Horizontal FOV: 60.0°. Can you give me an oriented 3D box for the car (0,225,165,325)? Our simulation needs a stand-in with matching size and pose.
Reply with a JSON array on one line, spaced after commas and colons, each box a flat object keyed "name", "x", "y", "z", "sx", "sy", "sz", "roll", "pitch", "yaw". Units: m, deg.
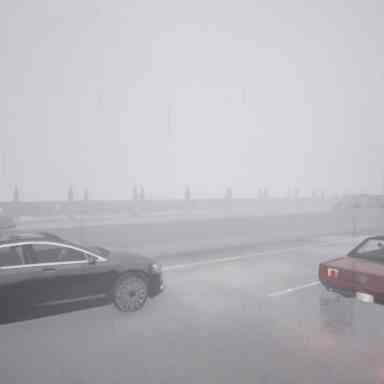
[{"name": "car", "x": -2.832, "y": 1.492, "z": 6.025, "sx": 4.902, "sy": 1.511, "sz": 2.128, "roll": 0, "pitch": 0, "yaw": -35}]

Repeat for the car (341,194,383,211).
[{"name": "car", "x": 15.167, "y": 1.225, "z": 27.692, "sx": 5.566, "sy": 2.045, "sz": 2.150, "roll": 0, "pitch": 0, "yaw": -35}]

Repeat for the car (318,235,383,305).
[{"name": "car", "x": 4.918, "y": 1.602, "z": 7.251, "sx": 4.718, "sy": 1.301, "sz": 1.895, "roll": 0, "pitch": 0, "yaw": -35}]

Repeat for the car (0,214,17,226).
[{"name": "car", "x": -11.967, "y": 1.550, "z": 16.953, "sx": 5.357, "sy": 1.411, "sz": 2.033, "roll": 0, "pitch": 0, "yaw": -35}]

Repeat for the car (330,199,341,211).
[{"name": "car", "x": 15.835, "y": 1.224, "z": 32.462, "sx": 5.566, "sy": 2.045, "sz": 2.150, "roll": 0, "pitch": 0, "yaw": -35}]
